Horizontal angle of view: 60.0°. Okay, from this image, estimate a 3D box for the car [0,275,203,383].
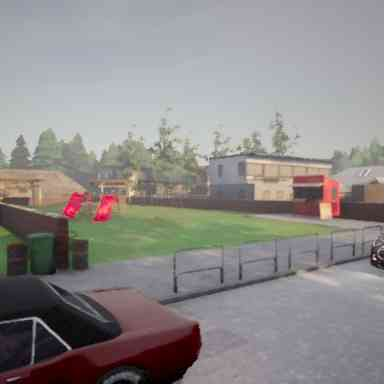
[{"bbox_3d":[-2.300,1.601,2.964,4.718,1.301,1.895,0,0,-35],"label":"car"}]

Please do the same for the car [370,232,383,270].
[{"bbox_3d":[7.217,1.351,9.735,4.553,1.767,2.097,0,0,-35],"label":"car"}]
